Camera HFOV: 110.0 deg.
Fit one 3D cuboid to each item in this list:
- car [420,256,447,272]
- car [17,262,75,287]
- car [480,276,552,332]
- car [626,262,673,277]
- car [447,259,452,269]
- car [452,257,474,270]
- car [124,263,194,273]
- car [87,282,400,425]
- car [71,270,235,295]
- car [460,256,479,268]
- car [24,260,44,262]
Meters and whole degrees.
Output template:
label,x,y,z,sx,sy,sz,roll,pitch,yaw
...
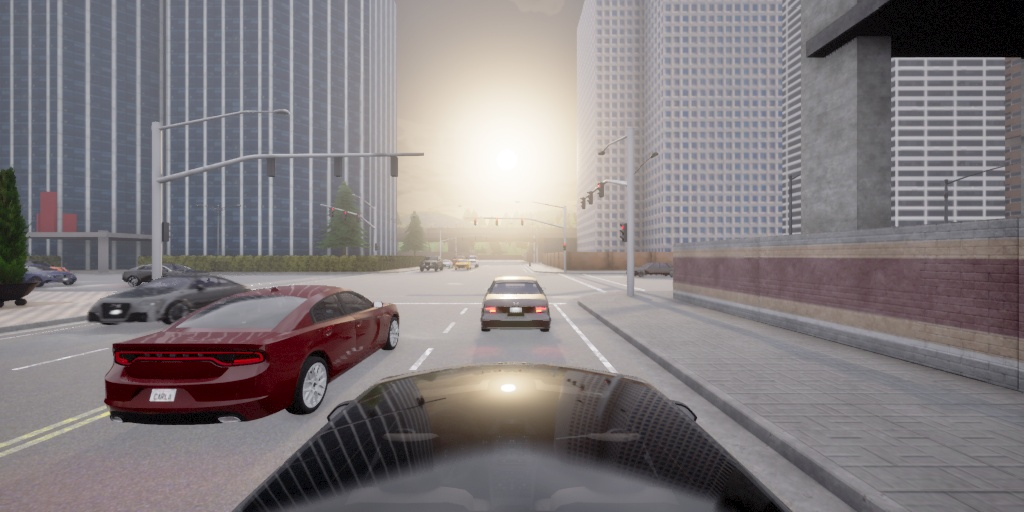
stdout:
label,x,y,z,sx,sy,sz,roll,pitch,yaw
car,-10.556,0.972,47.441,2.150,2.045,5.566,0,0,0
car,-31.876,1.276,23.710,4.674,1.442,1.812,0,0,0
car,0.092,1.297,10.842,2.033,1.411,5.357,0,0,0
car,13.922,1.297,34.818,5.357,1.411,2.033,0,0,0
car,-10.535,1.276,56.980,1.812,1.442,4.674,0,0,0
car,-7.048,1.227,52.046,1.882,1.535,5.008,0,0,0
car,-22.785,1.241,23.758,4.902,1.511,2.128,0,0,1
car,-3.439,1.228,6.030,1.882,1.535,5.008,0,0,0
car,-10.591,1.314,11.574,1.994,1.385,4.181,0,0,0
car,-7.013,0.972,61.887,2.150,2.045,5.566,0,0,0
car,-36.538,1.102,27.176,4.553,1.767,2.097,0,0,0
